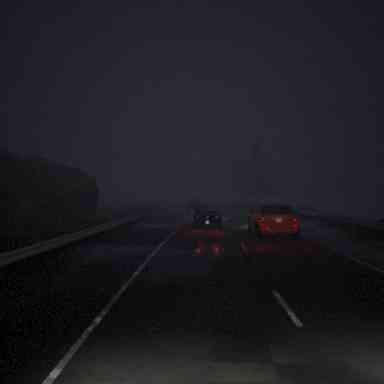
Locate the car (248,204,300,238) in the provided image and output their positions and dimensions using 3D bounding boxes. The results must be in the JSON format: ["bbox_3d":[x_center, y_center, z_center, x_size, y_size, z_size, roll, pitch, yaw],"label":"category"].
[{"bbox_3d":[4.320,1.406,18.164,2.097,1.767,4.553,0,0,3],"label":"car"}]

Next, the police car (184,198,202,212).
[{"bbox_3d":[0.141,1.540,41.825,1.930,1.638,5.238,0,0,-8],"label":"police car"}]

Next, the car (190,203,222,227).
[{"bbox_3d":[1.094,1.667,23.571,1.895,1.301,4.718,0,0,3],"label":"car"}]
